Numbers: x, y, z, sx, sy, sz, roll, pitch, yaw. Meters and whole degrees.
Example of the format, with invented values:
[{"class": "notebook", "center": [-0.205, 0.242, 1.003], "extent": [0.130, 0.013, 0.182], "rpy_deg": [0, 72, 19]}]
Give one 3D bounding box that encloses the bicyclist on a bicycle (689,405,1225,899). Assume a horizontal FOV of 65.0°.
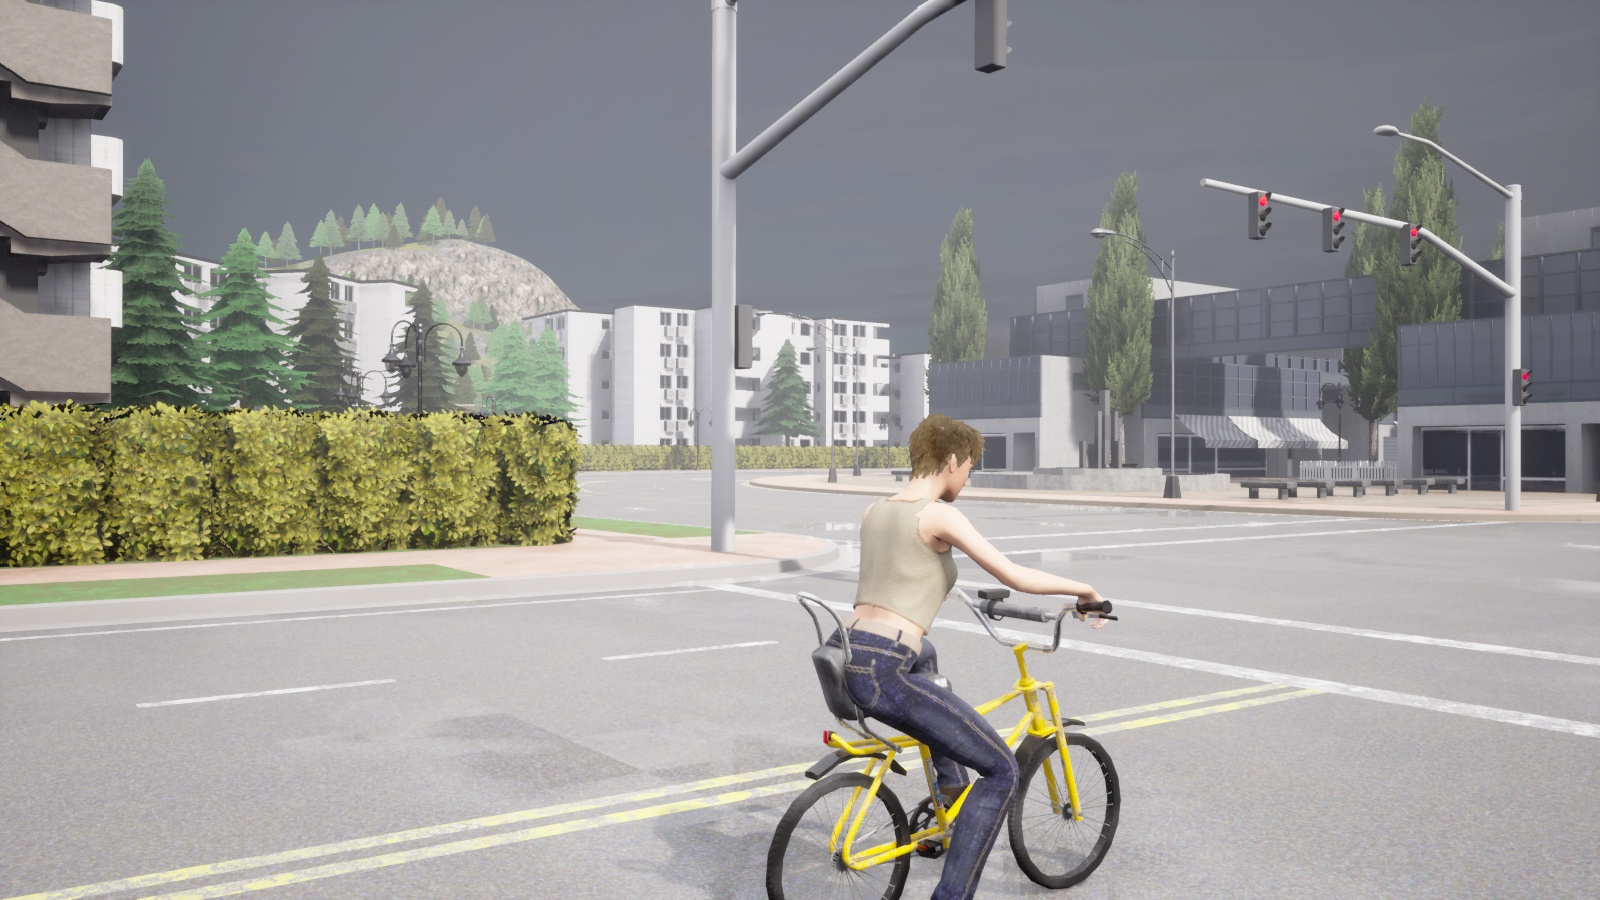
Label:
[{"class": "bicyclist on a bicycle", "center": [0.520, 0.690, 4.026], "extent": [1.509, 1.612, 0.866], "rpy_deg": [0, 0, -35]}]
